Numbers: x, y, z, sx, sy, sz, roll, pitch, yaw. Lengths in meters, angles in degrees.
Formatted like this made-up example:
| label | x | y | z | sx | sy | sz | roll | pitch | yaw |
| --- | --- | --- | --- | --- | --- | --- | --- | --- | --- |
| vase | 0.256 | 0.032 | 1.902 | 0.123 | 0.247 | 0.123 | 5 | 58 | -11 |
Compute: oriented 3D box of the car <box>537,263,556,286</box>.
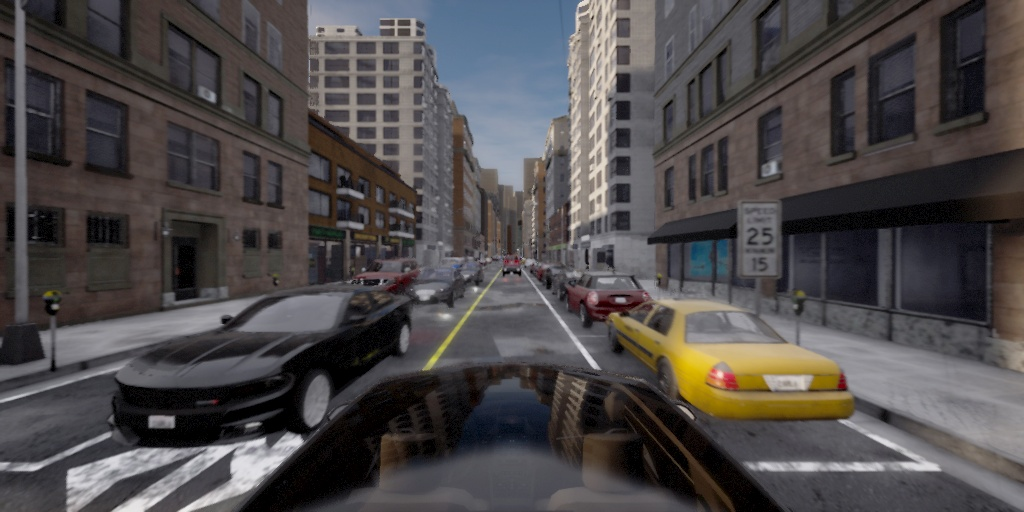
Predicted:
| label | x | y | z | sx | sy | sz | roll | pitch | yaw |
| --- | --- | --- | --- | --- | --- | --- | --- | --- | --- |
| car | 2.851 | 1.289 | 22.425 | 1.948 | 1.339 | 4.313 | 0 | 0 | 0 |

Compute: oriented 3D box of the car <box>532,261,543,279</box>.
| label | x | y | z | sx | sy | sz | roll | pitch | yaw |
| --- | --- | --- | --- | --- | --- | --- | --- | --- | --- |
| car | 2.849 | 1.260 | 27.952 | 1.888 | 1.381 | 4.507 | 0 | 0 | 0 |

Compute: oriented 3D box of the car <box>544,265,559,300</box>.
| label | x | y | z | sx | sy | sz | roll | pitch | yaw |
| --- | --- | --- | --- | --- | --- | --- | --- | --- | --- |
| car | 2.852 | 1.282 | 16.899 | 2.007 | 1.370 | 4.403 | 0 | 0 | 0 |

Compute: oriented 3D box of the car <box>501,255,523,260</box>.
| label | x | y | z | sx | sy | sz | roll | pitch | yaw |
| --- | --- | --- | --- | --- | --- | --- | --- | --- | --- |
| car | -0.004 | 0.907 | 46.414 | 2.150 | 2.045 | 5.566 | 0 | 1 | 0 |

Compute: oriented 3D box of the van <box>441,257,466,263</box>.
| label | x | y | z | sx | sy | sz | roll | pitch | yaw |
| --- | --- | --- | --- | --- | --- | --- | --- | --- | --- |
| van | -5.679 | 1.048 | 33.475 | 1.690 | 1.789 | 3.998 | 0 | 0 | 0 |

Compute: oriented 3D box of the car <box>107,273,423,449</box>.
| label | x | y | z | sx | sy | sz | roll | pitch | yaw |
| --- | --- | --- | --- | --- | --- | --- | --- | --- | --- |
| car | -3.096 | 1.224 | 5.730 | 1.882 | 1.535 | 5.008 | 0 | 0 | 1 |

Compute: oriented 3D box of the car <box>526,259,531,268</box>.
| label | x | y | z | sx | sy | sz | roll | pitch | yaw |
| --- | --- | --- | --- | --- | --- | --- | --- | --- | --- |
| car | 2.845 | 1.278 | 39.003 | 1.802 | 1.307 | 4.207 | 0 | 0 | 0 |

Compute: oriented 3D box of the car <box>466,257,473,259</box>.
| label | x | y | z | sx | sy | sz | roll | pitch | yaw |
| --- | --- | --- | --- | --- | --- | --- | --- | --- | --- |
| car | -5.681 | 1.012 | 39.001 | 2.192 | 1.841 | 5.009 | 0 | 0 | 0 |

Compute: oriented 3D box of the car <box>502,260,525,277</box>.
| label | x | y | z | sx | sy | sz | roll | pitch | yaw |
| --- | --- | --- | --- | --- | --- | --- | --- | --- | --- |
| car | -0.012 | 1.305 | 35.027 | 1.895 | 1.301 | 4.718 | 0 | 0 | 0 |

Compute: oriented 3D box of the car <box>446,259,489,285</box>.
| label | x | y | z | sx | sy | sz | roll | pitch | yaw |
| --- | --- | --- | --- | --- | --- | --- | --- | --- | --- |
| car | -3.062 | 1.211 | 25.654 | 2.128 | 1.511 | 4.902 | 0 | 0 | 0 |

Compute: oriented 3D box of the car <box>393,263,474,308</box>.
| label | x | y | z | sx | sy | sz | roll | pitch | yaw |
| --- | --- | --- | --- | --- | --- | --- | --- | --- | --- |
| car | -3.095 | 1.226 | 15.270 | 2.128 | 1.511 | 4.902 | 0 | 0 | 0 |

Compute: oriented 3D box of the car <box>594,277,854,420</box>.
| label | x | y | z | sx | sy | sz | roll | pitch | yaw |
| --- | --- | --- | --- | --- | --- | --- | --- | --- | --- |
| car | 2.857 | 1.270 | 6.017 | 1.751 | 1.417 | 4.829 | 0 | 0 | 0 |

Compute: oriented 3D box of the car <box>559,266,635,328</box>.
| label | x | y | z | sx | sy | sz | roll | pitch | yaw |
| --- | --- | --- | --- | --- | --- | --- | --- | --- | --- |
| car | 2.855 | 1.178 | 11.373 | 1.967 | 1.591 | 4.097 | 0 | 0 | 0 |

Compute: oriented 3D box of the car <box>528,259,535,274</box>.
| label | x | y | z | sx | sy | sz | roll | pitch | yaw |
| --- | --- | --- | --- | --- | --- | --- | --- | --- | --- |
| car | 2.847 | 1.256 | 33.477 | 2.007 | 1.370 | 4.403 | 0 | 0 | 0 |

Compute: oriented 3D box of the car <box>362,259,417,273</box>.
| label | x | y | z | sx | sy | sz | roll | pitch | yaw |
| --- | --- | --- | --- | --- | --- | --- | --- | --- | --- |
| car | -5.673 | 1.047 | 16.897 | 2.192 | 1.841 | 5.009 | 0 | 0 | 0 |

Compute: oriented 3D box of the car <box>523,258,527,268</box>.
| label | x | y | z | sx | sy | sz | roll | pitch | yaw |
| --- | --- | --- | --- | --- | --- | --- | --- | --- | --- |
| car | 2.980 | 1.187 | 57.037 | 1.812 | 1.442 | 4.674 | 0 | 0 | 0 |
